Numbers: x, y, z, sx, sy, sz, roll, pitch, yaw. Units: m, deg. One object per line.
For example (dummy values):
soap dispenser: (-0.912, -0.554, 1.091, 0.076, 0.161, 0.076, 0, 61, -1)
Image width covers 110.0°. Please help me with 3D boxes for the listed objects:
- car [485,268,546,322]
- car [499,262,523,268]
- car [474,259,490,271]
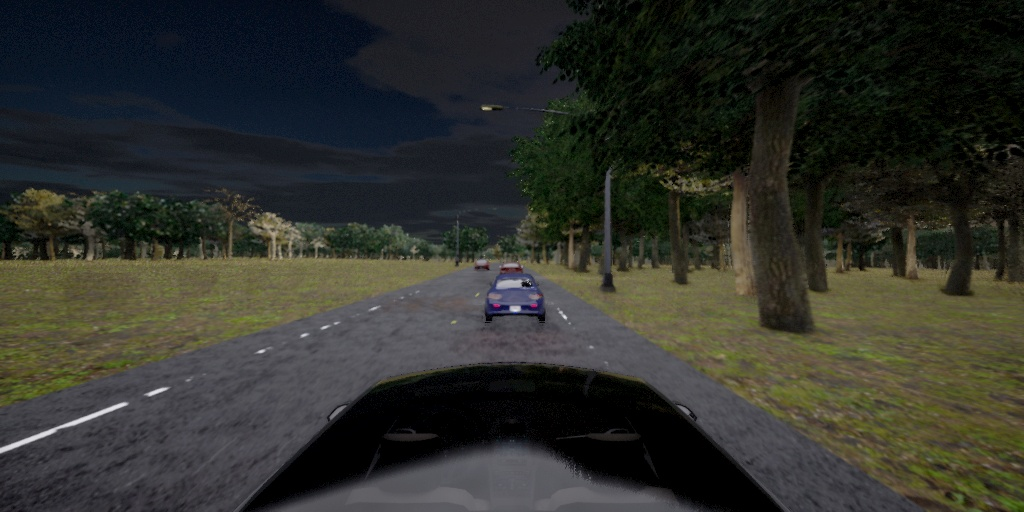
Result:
car: (0.093, 1.286, 12.163, 1.812, 1.442, 4.674, 0, 0, 0)
car: (-0.053, 1.233, 30.197, 1.882, 1.535, 5.008, 0, 0, -1)
car: (-3.961, 1.203, 48.111, 1.882, 1.535, 5.008, 0, 0, -1)
